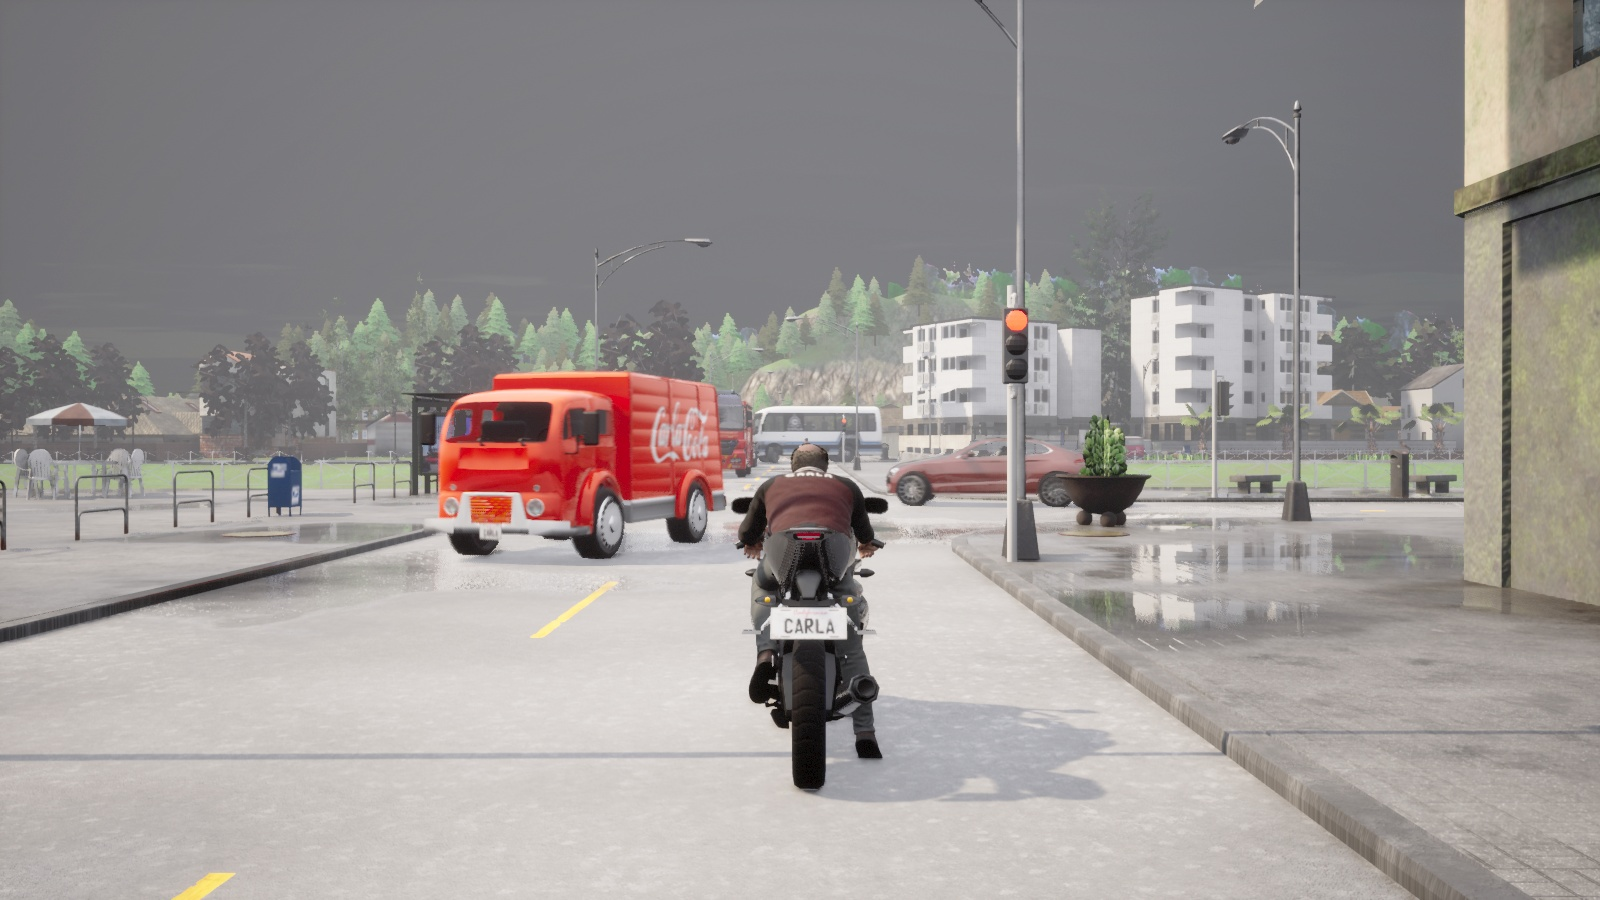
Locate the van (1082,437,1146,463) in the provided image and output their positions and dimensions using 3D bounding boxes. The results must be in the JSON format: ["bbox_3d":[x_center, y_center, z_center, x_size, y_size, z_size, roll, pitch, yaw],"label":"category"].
[{"bbox_3d":[23.730,-0.018,95.049,4.442,1.987,1.775,0,0,0],"label":"van"}]

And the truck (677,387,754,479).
[{"bbox_3d":[-3.704,-0.742,56.921,2.891,3.827,8.468,0,0,0],"label":"truck"}]

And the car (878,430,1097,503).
[{"bbox_3d":[4.514,0.359,30.046,5.027,1.651,2.152,0,0,12],"label":"car"}]

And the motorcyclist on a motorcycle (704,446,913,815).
[{"bbox_3d":[0.047,0.746,6.323,0.866,1.530,2.191,0,0,1],"label":"motorcyclist on a motorcycle"}]

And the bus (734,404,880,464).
[{"bbox_3d":[0.495,-1.163,94.583,10.273,4.253,3.944,0,-2,-16],"label":"bus"}]

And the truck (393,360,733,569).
[{"bbox_3d":[-3.064,0.157,17.744,2.627,2.467,5.204,0,0,17],"label":"truck"}]
